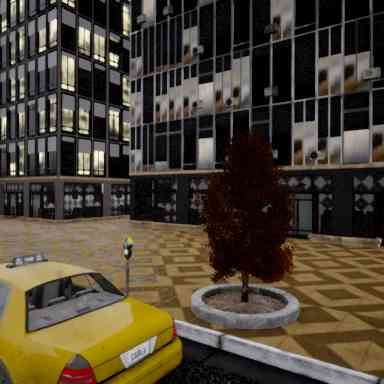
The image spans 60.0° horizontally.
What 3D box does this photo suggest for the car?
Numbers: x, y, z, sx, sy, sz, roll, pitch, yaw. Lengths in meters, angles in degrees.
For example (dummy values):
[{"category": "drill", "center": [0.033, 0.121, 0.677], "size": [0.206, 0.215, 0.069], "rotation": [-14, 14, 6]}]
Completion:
[{"category": "car", "center": [-2.394, 1.525, 4.580], "size": [4.829, 1.417, 1.752], "rotation": [0, 0, 36]}]
